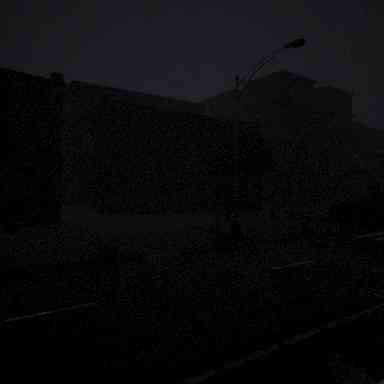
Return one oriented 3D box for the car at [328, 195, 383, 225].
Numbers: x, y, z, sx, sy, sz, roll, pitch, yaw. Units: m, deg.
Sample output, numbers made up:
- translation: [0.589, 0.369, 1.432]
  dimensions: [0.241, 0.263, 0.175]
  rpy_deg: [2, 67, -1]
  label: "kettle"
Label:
- translation: [13.058, 1.236, 24.799]
  dimensions: [2.435, 2.045, 5.566]
  rpy_deg: [0, 0, -35]
  label: "car"
